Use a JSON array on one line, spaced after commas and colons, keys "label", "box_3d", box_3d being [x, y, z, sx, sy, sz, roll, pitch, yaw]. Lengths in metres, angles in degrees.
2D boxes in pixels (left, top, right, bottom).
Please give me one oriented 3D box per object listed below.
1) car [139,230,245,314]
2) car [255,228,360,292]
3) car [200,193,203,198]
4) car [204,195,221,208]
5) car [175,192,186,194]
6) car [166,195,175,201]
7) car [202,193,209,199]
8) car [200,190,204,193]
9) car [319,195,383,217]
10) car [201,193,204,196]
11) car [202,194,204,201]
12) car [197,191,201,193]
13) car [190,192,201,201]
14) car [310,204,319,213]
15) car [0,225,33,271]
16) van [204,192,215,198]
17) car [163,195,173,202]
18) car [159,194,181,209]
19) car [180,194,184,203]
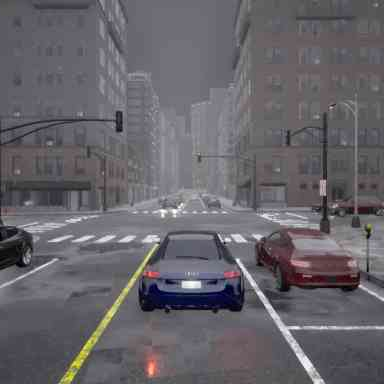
[{"label": "car", "box_3d": [0.003, 1.562, 7.725, 1.994, 1.385, 4.181, 0, 0, 0]}, {"label": "car", "box_3d": [2.760, 1.580, 8.646, 1.802, 1.307, 4.206, 0, 0, 0]}, {"label": "car", "box_3d": [3.279, 1.389, 73.620, 1.802, 1.307, 4.206, 0, 0, 0]}, {"label": "car", "box_3d": [3.037, 1.508, 45.855, 1.802, 1.307, 4.206, 0, 0, 0]}, {"label": "car", "box_3d": [-2.617, 1.355, 64.124, 2.128, 1.511, 4.902, 0, 0, 1]}, {"label": "car", "box_3d": [-5.198, 1.349, 79.249, 1.802, 1.307, 4.206, 0, 0, 0]}, {"label": "car", "box_3d": [3.821, 1.145, 93.004, 1.882, 1.535, 5.008, 0, 0, 0]}, {"label": "car", "box_3d": [3.728, 0.938, 86.033, 2.150, 2.045, 5.566, 0, 0, 0]}, {"label": "car", "box_3d": [13.551, 1.125, 27.894, 4.553, 1.767, 2.097, -1, 0, 0]}, {"label": "car", "box_3d": [3.231, 1.425, 68.064, 1.802, 1.307, 4.206, 0, 0, 0]}, {"label": "car", "box_3d": [3.132, 1.437, 56.958, 1.887, 1.381, 4.507, 0, 0, 0]}, {"label": "car", "box_3d": [0.606, 1.088, 84.294, 2.128, 1.511, 4.902, 0, 0, 0]}, {"label": "car", "box_3d": [0.520, 1.319, 74.294, 1.812, 1.442, 4.674, 0, 0, 0]}, {"label": "car", "box_3d": [13.660, 1.356, 31.144, 4.718, 1.301, 1.895, -1, 0, 0]}, {"label": "car", "box_3d": [-5.766, 1.564, 8.648, 1.947, 1.339, 4.313, 0, 0, 0]}, {"label": "van", "box_3d": [3.084, 1.250, 51.406, 1.690, 1.788, 3.998, 0, 0, 0]}, {"label": "car", "box_3d": [-5.246, 1.358, 73.696, 2.008, 1.369, 4.403, 0, 0, 0]}, {"label": "car", "box_3d": [-2.835, 1.437, 43.830, 1.837, 1.490, 4.892, 0, 0, 2]}, {"label": "car", "box_3d": [-2.749, 1.428, 53.735, 1.812, 1.442, 4.674, 0, 0, 0]}]
